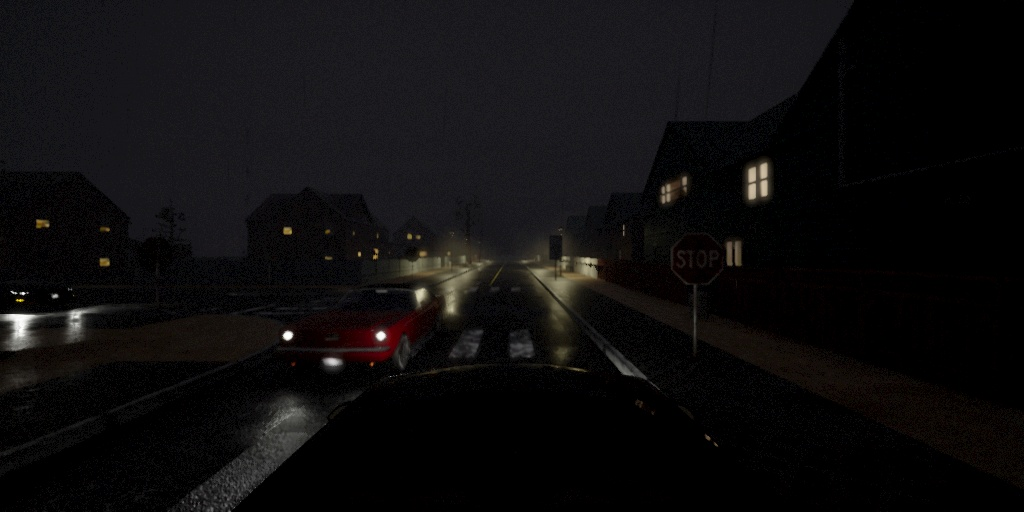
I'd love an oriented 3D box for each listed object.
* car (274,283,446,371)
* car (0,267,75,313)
[{"bbox_3d":[-2.745,1.293,7.690,1.895,1.301,4.718,0,1,0],"label":"car"},{"bbox_3d":[-18.199,1.133,12.357,4.892,1.490,1.837,0,0,0],"label":"car"}]
